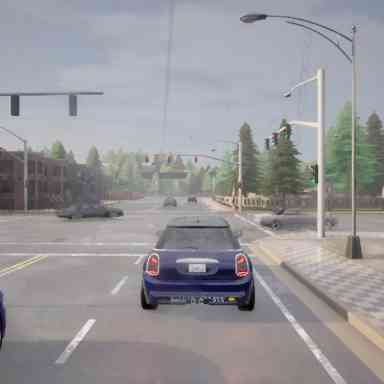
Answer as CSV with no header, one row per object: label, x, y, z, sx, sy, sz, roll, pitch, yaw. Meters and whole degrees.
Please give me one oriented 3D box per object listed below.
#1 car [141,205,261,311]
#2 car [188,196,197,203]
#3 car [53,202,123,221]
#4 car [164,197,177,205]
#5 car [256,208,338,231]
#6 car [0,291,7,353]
car,0.162,1.352,7.953,2.097,1.767,4.553,0,0,2
car,0.067,1.505,68.241,1.837,1.490,4.892,0,0,0
car,-8.381,1.547,27.172,5.357,1.411,2.033,0,0,-35
car,-3.335,1.547,51.930,2.033,1.411,5.357,0,0,0
car,6.230,1.601,20.169,4.718,1.301,1.895,0,0,0
car,-3.440,1.478,2.501,1.882,1.535,5.008,0,0,0
